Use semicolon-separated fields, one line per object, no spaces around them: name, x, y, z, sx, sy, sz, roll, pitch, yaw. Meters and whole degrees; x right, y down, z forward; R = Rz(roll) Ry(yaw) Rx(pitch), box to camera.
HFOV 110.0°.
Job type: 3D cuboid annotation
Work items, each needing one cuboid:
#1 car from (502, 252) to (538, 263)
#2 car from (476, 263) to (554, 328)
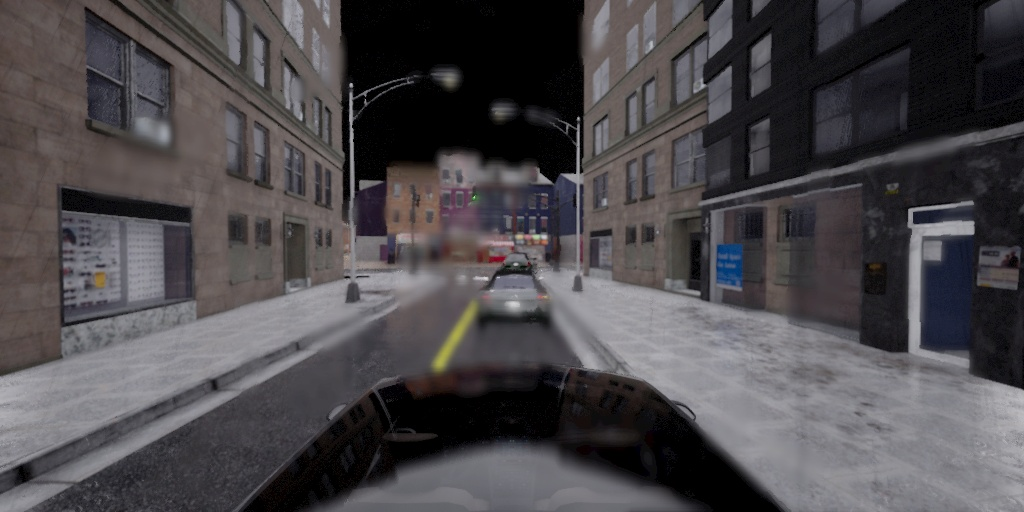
car;0.624;0.502;25.151;2.097;1.767;4.553;0;2;10
car;0.063;1.090;10.504;1.994;1.385;4.181;0;1;0
